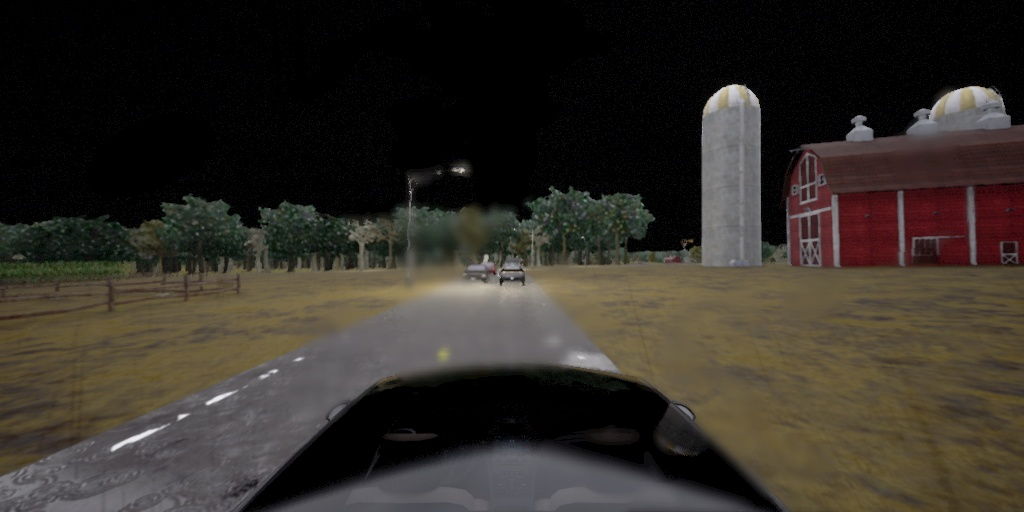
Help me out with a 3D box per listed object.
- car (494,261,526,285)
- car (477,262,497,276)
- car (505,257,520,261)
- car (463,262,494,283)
[{"bbox_3d":[0.029,1.318,26.602,2.128,1.511,4.902,0,0,0],"label":"car"},{"bbox_3d":[-2.755,1.399,40.929,1.882,1.535,5.008,0,-1,0],"label":"car"},{"bbox_3d":[0.092,1.184,45.249,2.150,2.045,5.566,0,-1,0],"label":"car"},{"bbox_3d":[-2.746,1.385,29.127,2.033,1.411,5.357,0,0,0],"label":"car"}]
